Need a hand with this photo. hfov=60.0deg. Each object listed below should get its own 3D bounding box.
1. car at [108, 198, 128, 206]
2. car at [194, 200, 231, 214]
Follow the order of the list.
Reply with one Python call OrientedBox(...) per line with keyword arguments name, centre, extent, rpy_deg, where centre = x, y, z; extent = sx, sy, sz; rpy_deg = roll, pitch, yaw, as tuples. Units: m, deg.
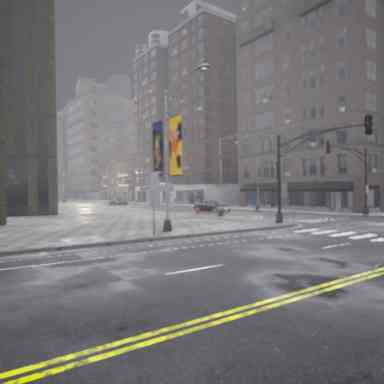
OrientedBox(name="car", centre=(-12.774, 1.722, 57.206), extent=(2.033, 1.411, 5.357), rpy_deg=(-1, 0, -35))
OrientedBox(name="car", centre=(2.112, 1.576, 35.959), extent=(2.128, 1.511, 4.902), rpy_deg=(-1, 1, -35))
